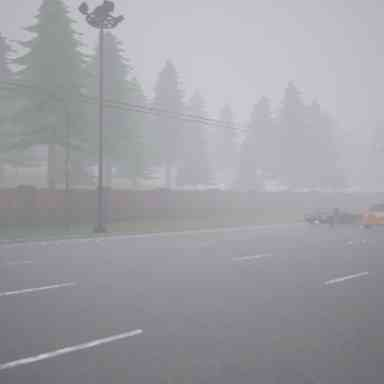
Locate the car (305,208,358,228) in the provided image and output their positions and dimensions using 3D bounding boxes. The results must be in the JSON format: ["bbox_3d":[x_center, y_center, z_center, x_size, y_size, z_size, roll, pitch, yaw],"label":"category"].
[{"bbox_3d":[10.338,1.798,24.026,4.718,1.301,1.895,1,0,-36],"label":"car"}]

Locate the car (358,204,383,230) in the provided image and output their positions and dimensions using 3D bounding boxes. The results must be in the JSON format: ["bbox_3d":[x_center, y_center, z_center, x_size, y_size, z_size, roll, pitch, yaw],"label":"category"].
[{"bbox_3d":[13.288,1.559,21.831,4.553,1.767,2.097,1,0,-36],"label":"car"}]
